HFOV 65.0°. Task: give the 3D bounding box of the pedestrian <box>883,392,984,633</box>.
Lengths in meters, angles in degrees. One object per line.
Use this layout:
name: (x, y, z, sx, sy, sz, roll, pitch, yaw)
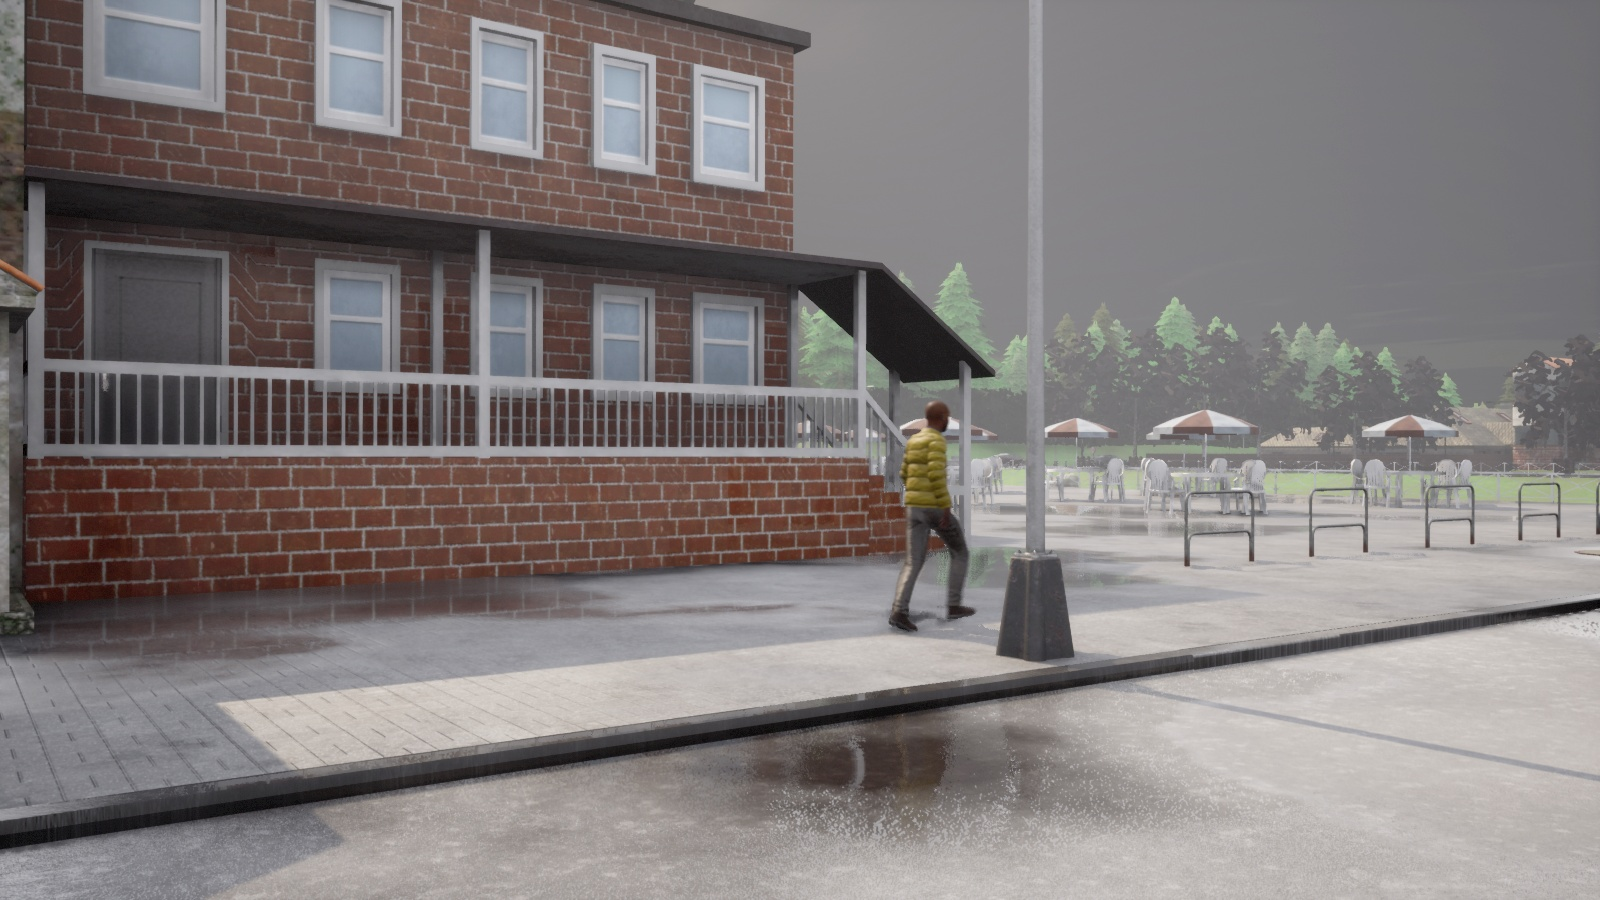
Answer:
pedestrian: (1.056, 0.477, 9.908, 0.726, 1.835, 0.370, 0, 0, -34)
